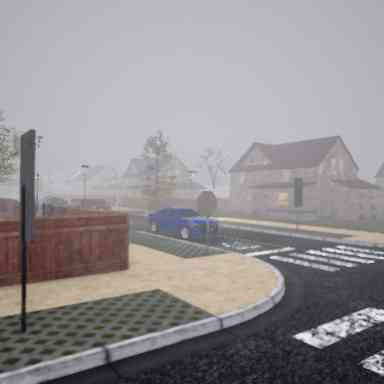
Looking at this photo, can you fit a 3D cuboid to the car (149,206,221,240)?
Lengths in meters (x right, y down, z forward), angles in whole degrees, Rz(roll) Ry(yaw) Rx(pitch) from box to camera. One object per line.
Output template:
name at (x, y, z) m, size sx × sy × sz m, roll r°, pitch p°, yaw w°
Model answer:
car at (-0.518, 1.533, 17.844) m, size 1.882 × 1.535 × 5.008 m, roll 1°, pitch 0°, yaw -36°

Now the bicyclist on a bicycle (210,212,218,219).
bicyclist on a bicycle at (1.360, 1.377, 25.287) m, size 1.656 × 1.620 × 0.582 m, roll 0°, pitch 0°, yaw -36°

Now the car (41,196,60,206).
car at (-23.339, 1.386, 54.753) m, size 1.882 × 1.535 × 5.008 m, roll 1°, pitch 0°, yaw -36°

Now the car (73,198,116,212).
car at (-8.246, 1.346, 28.640) m, size 2.097 × 1.767 × 4.553 m, roll 1°, pitch 0°, yaw -36°

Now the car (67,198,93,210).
car at (-14.250, 1.485, 42.075) m, size 1.812 × 1.442 × 4.674 m, roll 1°, pitch 0°, yaw -36°

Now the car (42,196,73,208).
car at (-15.980, 1.446, 39.481) m, size 1.837 × 1.490 × 4.892 m, roll 1°, pitch 0°, yaw -35°
